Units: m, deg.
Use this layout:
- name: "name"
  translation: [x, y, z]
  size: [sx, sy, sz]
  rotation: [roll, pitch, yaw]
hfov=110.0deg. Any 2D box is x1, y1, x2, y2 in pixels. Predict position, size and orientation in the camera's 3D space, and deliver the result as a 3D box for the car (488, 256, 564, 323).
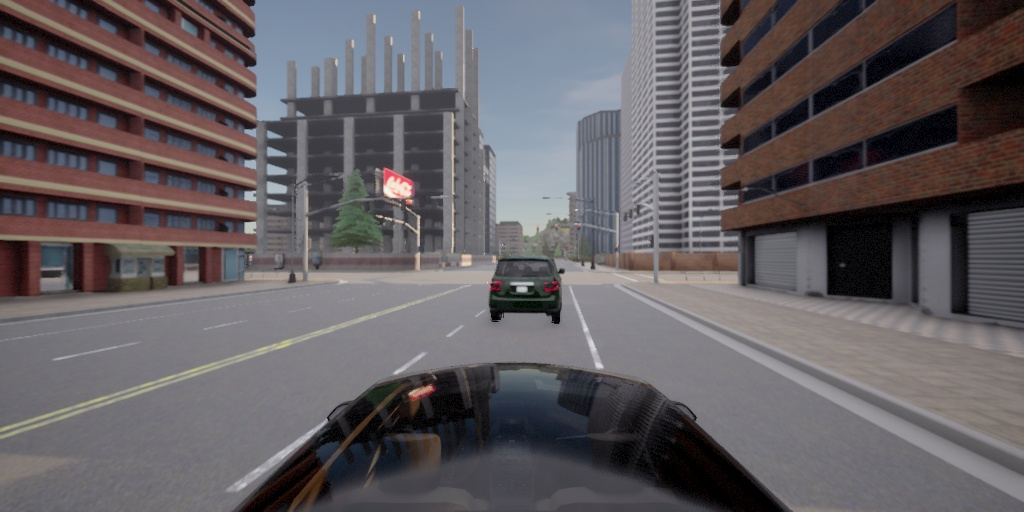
- name: "car"
  translation: [0.637, 1.007, 12.517]
  size: [2.150, 2.045, 5.566]
  rotation: [0, 0, 8]
